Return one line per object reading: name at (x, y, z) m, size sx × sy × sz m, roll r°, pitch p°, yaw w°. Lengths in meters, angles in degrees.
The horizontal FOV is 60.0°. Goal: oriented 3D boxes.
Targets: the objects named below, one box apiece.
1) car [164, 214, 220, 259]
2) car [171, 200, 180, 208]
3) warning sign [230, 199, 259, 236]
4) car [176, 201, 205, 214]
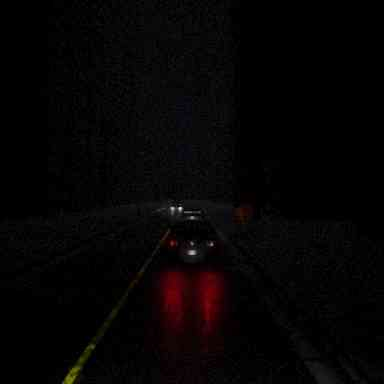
car at (0.021, 1.753, 13.253) m, size 1.895 × 1.301 × 4.718 m, roll 0°, pitch -1°, yaw 0°
car at (-2.979, 2.323, 64.977) m, size 1.837 × 1.490 × 4.892 m, roll 0°, pitch -1°, yaw 0°
warning sign at (2.722, 1.316, 17.380) m, size 1.300 × 1.860 × 1.060 m, roll 0°, pitch -1°, yaw 0°
car at (0.032, 1.827, 28.498) m, size 2.128 × 1.511 × 4.902 m, roll 0°, pitch -1°, yaw 0°
